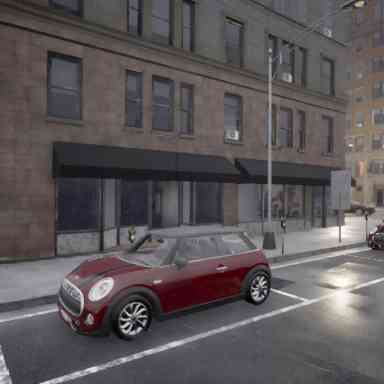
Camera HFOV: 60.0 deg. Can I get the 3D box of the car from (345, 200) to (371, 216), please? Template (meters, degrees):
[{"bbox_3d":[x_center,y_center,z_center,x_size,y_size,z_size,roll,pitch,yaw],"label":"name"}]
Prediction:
[{"bbox_3d":[14.768,1.410,31.733,1.882,1.535,5.008,1,0,-37],"label":"car"}]

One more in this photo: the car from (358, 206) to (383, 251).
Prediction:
[{"bbox_3d":[8.559,1.448,12.824,4.097,1.590,1.967,0,0,-35],"label":"car"}]

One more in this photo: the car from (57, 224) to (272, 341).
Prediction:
[{"bbox_3d":[-0.400,1.442,6.463,4.097,1.590,1.967,0,0,-35],"label":"car"}]
